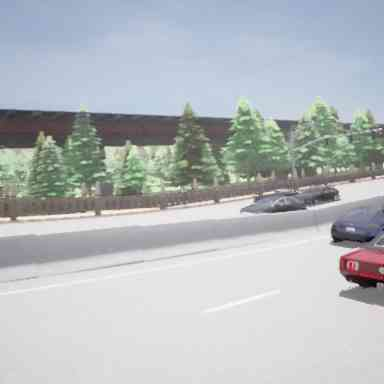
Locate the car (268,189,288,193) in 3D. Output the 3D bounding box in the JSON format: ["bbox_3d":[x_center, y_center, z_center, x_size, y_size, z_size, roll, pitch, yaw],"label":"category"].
[{"bbox_3d":[7.930,0.457,31.116,4.718,1.301,1.895,-7,4,-35],"label":"car"}]

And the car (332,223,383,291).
[{"bbox_3d":[5.514,1.478,7.680,4.718,1.301,1.895,-2,1,-36],"label":"car"}]

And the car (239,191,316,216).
[{"bbox_3d":[5.019,1.040,20.468,4.902,1.511,2.128,-4,2,-35],"label":"car"}]

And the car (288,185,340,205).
[{"bbox_3d":[10.923,0.247,28.947,4.892,1.490,1.837,-6,4,-35],"label":"car"}]

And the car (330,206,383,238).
[{"bbox_3d":[7.438,1.234,13.364,4.181,1.385,1.994,-4,2,-36],"label":"car"}]
